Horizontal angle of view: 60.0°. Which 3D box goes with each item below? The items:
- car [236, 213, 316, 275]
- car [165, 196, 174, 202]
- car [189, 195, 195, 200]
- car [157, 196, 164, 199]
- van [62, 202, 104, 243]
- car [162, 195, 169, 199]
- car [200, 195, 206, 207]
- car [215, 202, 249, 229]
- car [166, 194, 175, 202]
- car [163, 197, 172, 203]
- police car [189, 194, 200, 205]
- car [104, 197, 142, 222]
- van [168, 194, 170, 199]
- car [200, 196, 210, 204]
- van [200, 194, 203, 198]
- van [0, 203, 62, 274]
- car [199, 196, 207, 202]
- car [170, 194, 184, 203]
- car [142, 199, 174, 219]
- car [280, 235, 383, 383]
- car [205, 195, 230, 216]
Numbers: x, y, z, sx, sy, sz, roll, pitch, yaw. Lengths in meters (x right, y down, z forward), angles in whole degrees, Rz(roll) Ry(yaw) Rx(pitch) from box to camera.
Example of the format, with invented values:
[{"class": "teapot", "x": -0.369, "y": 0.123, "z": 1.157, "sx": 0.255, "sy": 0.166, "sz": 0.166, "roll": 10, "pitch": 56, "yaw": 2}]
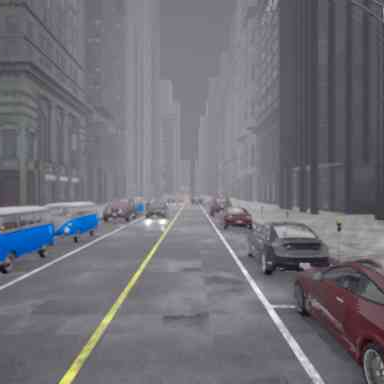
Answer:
[{"class": "car", "x": 2.763, "y": 1.574, "z": 10.349, "sx": 2.008, "sy": 1.369, "sz": 4.403, "roll": 0, "pitch": 0, "yaw": 0}, {"class": "car", "x": -5.744, "y": 1.805, "z": 83.611, "sx": 1.947, "sy": 1.339, "sz": 4.313, "roll": 0, "pitch": 0, "yaw": 0}, {"class": "car", "x": 0.023, "y": 1.625, "z": 95.651, "sx": 1.837, "sy": 1.490, "sz": 4.892, "roll": 0, "pitch": 0, "yaw": 0}, {"class": "car", "x": -5.752, "y": 1.673, "z": 49.791, "sx": 1.887, "sy": 1.381, "sz": 4.507, "roll": 0, "pitch": 0, "yaw": 0}, {"class": "van", "x": -5.761, "y": 1.377, "z": 15.972, "sx": 1.690, "sy": 1.788, "sz": 3.998, "roll": 0, "pitch": 0, "yaw": 0}, {"class": "car", "x": -5.750, "y": 1.730, "z": 61.064, "sx": 1.947, "sy": 1.339, "sz": 4.313, "roll": 0, "pitch": 0, "yaw": 0}, {"class": "car", "x": 2.774, "y": 1.673, "z": 55.609, "sx": 1.752, "sy": 1.417, "sz": 4.829, "roll": 0, "pitch": 0, "yaw": 0}, {"class": "car", "x": 2.766, "y": 1.595, "z": 21.621, "sx": 1.887, "sy": 1.381, "sz": 4.507, "roll": 0, "pitch": 0, "yaw": 0}, {"class": "car", "x": -5.744, "y": 1.572, "z": 89.248, "sx": 2.192, "sy": 1.841, "sz": 5.009, "roll": 0, "pitch": 0, "yaw": 0}, {"class": "car", "x": -5.746, "y": 1.786, "z": 77.975, "sx": 1.947, "sy": 1.339, "sz": 4.313, "roll": 0, "pitch": 0, "yaw": 0}, {"class": "police car", "x": 0.915, "y": 1.595, "z": 62.501, "sx": 1.930, "sy": 1.638, "sz": 5.238, "roll": 0, "pitch": 0, "yaw": 0}, {"class": "car", "x": -5.758, "y": 1.379, "z": 27.245, "sx": 2.192, "sy": 1.841, "sz": 5.009, "roll": 0, "pitch": 0, "yaw": 0}, {"class": "van", "x": -5.748, "y": 1.543, "z": 72.339, "sx": 1.690, "sy": 1.788, "sz": 3.998, "roll": 0, "pitch": 0, "yaw": 0}, {"class": "car", "x": 2.778, "y": 1.642, "z": 72.348, "sx": 1.967, "sy": 1.590, "sz": 4.097, "roll": 0, "pitch": 0, "yaw": 0}, {"class": "van", "x": 2.774, "y": 1.506, "z": 61.075, "sx": 1.690, "sy": 1.788, "sz": 3.998, "roll": 0, "pitch": 0, "yaw": 0}, {"class": "van", "x": -5.762, "y": 1.364, "z": 10.336, "sx": 1.690, "sy": 1.788, "sz": 3.998, "roll": 0, "pitch": 0, "yaw": 0}, {"class": "car", "x": 2.781, "y": 1.790, "z": 83.620, "sx": 2.008, "sy": 1.369, "sz": 4.403, "roll": 0, "pitch": 0, "yaw": 0}, {"class": "car", "x": -2.982, "y": 1.384, "z": 71.512, "sx": 2.150, "sy": 2.045, "sz": 5.566, "roll": 0, "pitch": 0, "yaw": 0}, {"class": "car", "x": -3.090, "y": 1.620, "z": 30.358, "sx": 2.033, "sy": 1.411, "sz": 5.357, "roll": 0, "pitch": 0, "yaw": 0}, {"class": "car", "x": 2.762, "y": 1.592, "z": 4.713, "sx": 1.802, "sy": 1.307, "sz": 4.206, "roll": 0, "pitch": 0, "yaw": 0}, {"class": "car", "x": 2.768, "y": 1.395, "z": 32.894, "sx": 2.192, "sy": 1.841, "sz": 5.009, "roll": 0, "pitch": 0, "yaw": 0}]
